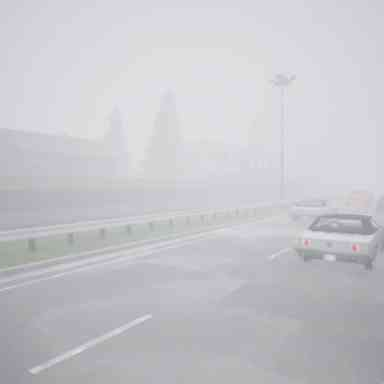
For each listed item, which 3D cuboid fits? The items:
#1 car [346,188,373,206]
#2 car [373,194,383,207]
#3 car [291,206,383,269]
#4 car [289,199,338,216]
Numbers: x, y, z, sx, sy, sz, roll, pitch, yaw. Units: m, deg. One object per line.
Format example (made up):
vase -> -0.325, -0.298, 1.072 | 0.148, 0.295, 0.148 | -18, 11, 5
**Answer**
car -> 17.617, 0.471, 34.745 | 2.097, 1.767, 4.553 | 1, 2, 35
car -> 15.492, 0.827, 25.600 | 1.882, 1.535, 5.008 | 1, 2, 35
car -> 4.797, 1.337, 10.301 | 1.895, 1.301, 4.718 | 1, 2, 35
car -> 7.586, 1.082, 20.401 | 1.895, 1.301, 4.718 | 1, 2, 35
